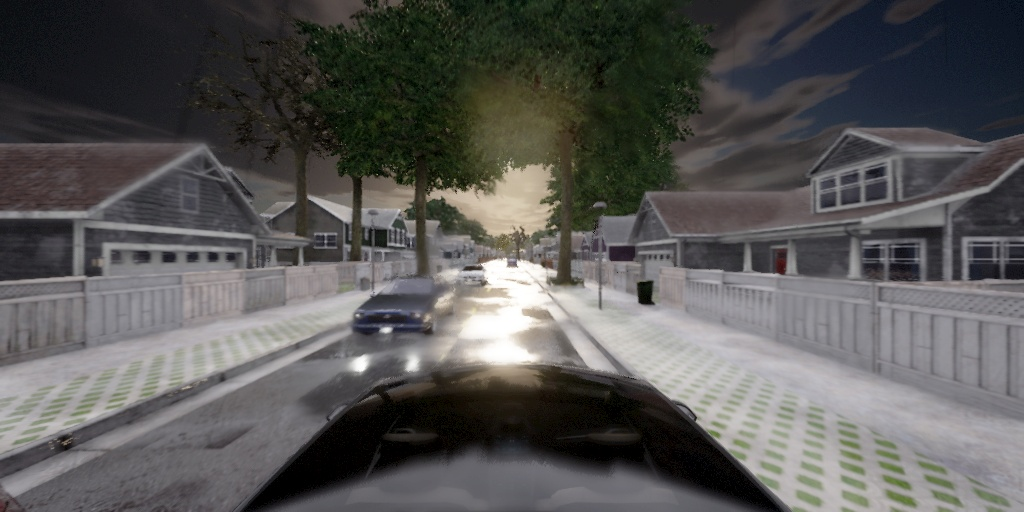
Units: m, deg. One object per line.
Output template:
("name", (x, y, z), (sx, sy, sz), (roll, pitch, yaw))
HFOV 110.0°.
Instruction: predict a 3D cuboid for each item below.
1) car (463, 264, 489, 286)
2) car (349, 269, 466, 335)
("car", (-2.752, 1.315, 25.707), (1.812, 1.442, 4.674), (0, 0, 0))
("car", (-2.843, 1.298, 10.793), (2.033, 1.411, 5.357), (0, 0, 0))
